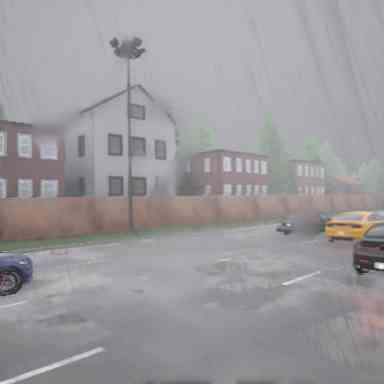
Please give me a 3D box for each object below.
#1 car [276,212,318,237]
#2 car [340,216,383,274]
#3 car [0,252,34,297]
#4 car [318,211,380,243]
[{"bbox_3d":[7.251,1.902,20.395,5.357,1.411,2.033,0,-2,-43],"label":"car"},{"bbox_3d":[6.536,1.625,10.082,4.892,1.490,1.837,0,-2,-43],"label":"car"},{"bbox_3d":[-6.201,1.847,7.655,4.674,1.442,1.812,0,-2,-43],"label":"car"},{"bbox_3d":[8.570,1.719,16.829,5.008,1.535,1.882,0,-2,-43],"label":"car"}]
